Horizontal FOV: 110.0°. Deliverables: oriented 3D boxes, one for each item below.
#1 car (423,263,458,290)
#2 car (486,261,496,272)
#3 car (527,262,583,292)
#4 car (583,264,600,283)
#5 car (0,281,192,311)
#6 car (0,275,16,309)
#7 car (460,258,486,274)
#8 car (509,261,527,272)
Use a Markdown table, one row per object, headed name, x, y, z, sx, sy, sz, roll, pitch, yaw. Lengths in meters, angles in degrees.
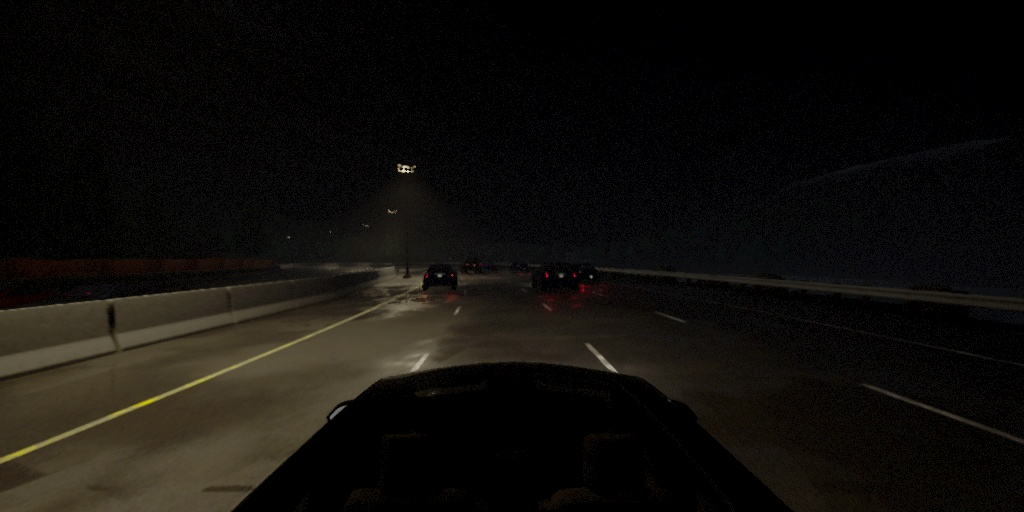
| name | x | y | z | sx | sy | sz | roll | pitch | yaw |
| --- | --- | --- | --- | --- | --- | --- | --- | --- | --- |
| car | -4.815 | 1.278 | 24.521 | 2.097 | 1.767 | 4.553 | -1 | 0 | -8 |
| car | -3.793 | 1.512 | 53.181 | 1.882 | 1.535 | 5.008 | 0 | 0 | -18 |
| car | 2.501 | 1.149 | 22.136 | 2.097 | 1.767 | 4.553 | -1 | 0 | -7 |
| car | 5.334 | 1.303 | 28.086 | 1.812 | 1.442 | 4.674 | 0 | 0 | -9 |
| car | -14.297 | 1.630 | 12.872 | 2.033 | 1.411 | 5.357 | -1 | 0 | -4 |
| car | -21.283 | 1.455 | 12.385 | 1.895 | 1.301 | 4.718 | -1 | 0 | -4 |
| car | -5.373 | 1.253 | 46.601 | 2.150 | 2.045 | 5.566 | 0 | 0 | -16 |
| car | 0.986 | 1.464 | 49.112 | 1.812 | 1.442 | 4.674 | 0 | 0 | -16 |
